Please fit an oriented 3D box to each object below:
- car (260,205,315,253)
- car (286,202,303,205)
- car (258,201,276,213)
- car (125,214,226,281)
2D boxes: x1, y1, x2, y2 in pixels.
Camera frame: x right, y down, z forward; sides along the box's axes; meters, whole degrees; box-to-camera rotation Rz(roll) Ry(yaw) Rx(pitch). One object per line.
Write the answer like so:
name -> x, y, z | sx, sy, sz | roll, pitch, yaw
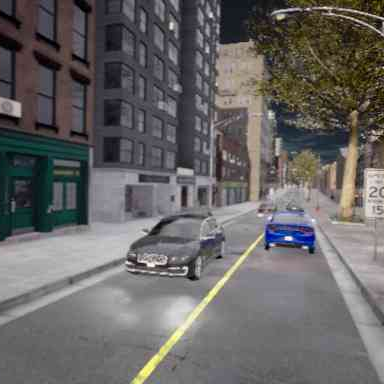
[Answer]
car -> 4.272, 1.566, 14.473 | 1.882, 1.535, 5.008 | 2, 0, 17
car -> 11.979, 1.831, 38.954 | 1.994, 1.385, 4.181 | 2, 0, 17
car -> 8.855, 1.718, 38.599 | 2.033, 1.411, 5.357 | 2, 0, 18
car -> -0.221, 1.460, 10.022 | 1.837, 1.490, 4.892 | 2, 0, 17
